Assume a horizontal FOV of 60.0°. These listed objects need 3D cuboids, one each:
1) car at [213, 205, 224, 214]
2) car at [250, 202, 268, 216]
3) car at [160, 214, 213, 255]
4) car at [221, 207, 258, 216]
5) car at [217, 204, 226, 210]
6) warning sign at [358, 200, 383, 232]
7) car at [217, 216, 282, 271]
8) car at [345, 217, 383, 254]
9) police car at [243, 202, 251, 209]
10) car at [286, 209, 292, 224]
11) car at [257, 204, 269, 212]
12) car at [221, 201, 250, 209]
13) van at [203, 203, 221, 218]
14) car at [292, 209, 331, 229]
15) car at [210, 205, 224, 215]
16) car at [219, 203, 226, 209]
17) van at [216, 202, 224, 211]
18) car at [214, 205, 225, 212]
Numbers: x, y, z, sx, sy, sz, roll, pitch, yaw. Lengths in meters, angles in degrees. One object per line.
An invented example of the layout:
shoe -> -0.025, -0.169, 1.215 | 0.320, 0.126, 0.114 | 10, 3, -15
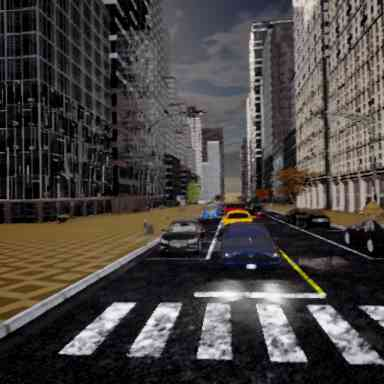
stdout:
car -> 4.753, 3.060, 59.826 | 1.752, 1.417, 4.829 | -2, -2, 6
car -> 8.925, 2.551, 45.181 | 1.837, 1.490, 4.892 | -1, -2, 6
car -> -0.313, 1.960, 15.295 | 2.008, 1.369, 4.403 | -2, -2, 6
car -> 3.111, 2.012, 22.399 | 1.882, 1.535, 5.008 | -1, -2, 6
car -> 7.317, 3.669, 82.342 | 1.887, 1.381, 4.507 | -2, -2, 6
warning sign -> 11.123, 1.445, 20.521 | 1.300, 1.860, 1.060 | 0, 0, 6
car -> 1.971, 1.830, 12.240 | 2.033, 1.411, 5.357 | -1, -2, 6
car -> 8.012, 1.774, 14.353 | 2.008, 1.369, 4.403 | -2, -2, 6
police car -> 14.903, 3.643, 90.652 | 1.930, 1.638, 5.238 | -1, -2, 6
car -> 9.920, 2.207, 31.115 | 1.947, 1.339, 4.313 | -2, -2, 6
car -> 13.736, 3.081, 64.638 | 1.802, 1.307, 4.206 | -2, -2, 6
car -> 4.369, 2.034, 33.418 | 2.150, 2.045, 5.566 | -1, -2, 7
van -> 2.223, 2.308, 37.652 | 1.690, 1.788, 3.998 | -2, -2, 6
car -> 9.284, 2.067, 25.527 | 1.947, 1.339, 4.313 | -2, -2, 6
car -> 4.138, 2.945, 54.407 | 2.008, 1.369, 4.403 | -2, -2, 6
car -> 8.590, 3.971, 93.517 | 2.008, 1.369, 4.403 | -2, -2, 6
van -> 6.038, 3.172, 71.174 | 1.690, 1.788, 3.998 | -2, -2, 6
car -> 5.410, 3.229, 65.582 | 1.887, 1.381, 4.507 | -2, -2, 6
